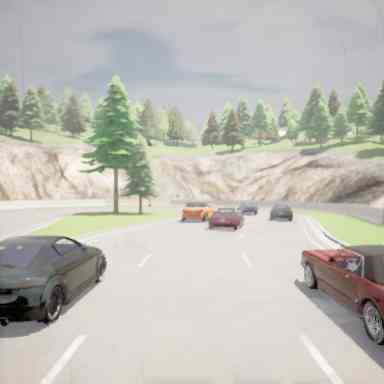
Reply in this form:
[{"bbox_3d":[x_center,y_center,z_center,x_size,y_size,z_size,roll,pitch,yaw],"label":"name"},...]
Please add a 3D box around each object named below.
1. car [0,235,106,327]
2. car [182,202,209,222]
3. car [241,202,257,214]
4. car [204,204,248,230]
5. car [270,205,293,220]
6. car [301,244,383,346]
[{"bbox_3d":[-3.323,1.633,7.307,1.994,1.385,4.181,0,-1,1],"label":"car"},{"bbox_3d":[0.648,1.626,29.515,2.097,1.767,4.553,0,-1,16],"label":"car"},{"bbox_3d":[6.618,1.918,40.072,2.033,1.411,5.357,0,-1,1],"label":"car"},{"bbox_3d":[2.439,1.776,22.927,1.994,1.385,4.181,0,-1,15],"label":"car"},{"bbox_3d":[8.343,1.851,31.028,1.994,1.385,4.181,0,-1,16],"label":"car"},{"bbox_3d":[3.649,1.661,6.365,1.895,1.301,4.718,0,-1,1],"label":"car"}]
